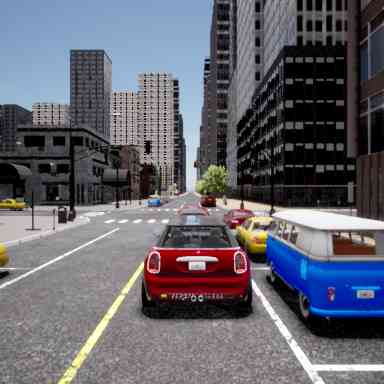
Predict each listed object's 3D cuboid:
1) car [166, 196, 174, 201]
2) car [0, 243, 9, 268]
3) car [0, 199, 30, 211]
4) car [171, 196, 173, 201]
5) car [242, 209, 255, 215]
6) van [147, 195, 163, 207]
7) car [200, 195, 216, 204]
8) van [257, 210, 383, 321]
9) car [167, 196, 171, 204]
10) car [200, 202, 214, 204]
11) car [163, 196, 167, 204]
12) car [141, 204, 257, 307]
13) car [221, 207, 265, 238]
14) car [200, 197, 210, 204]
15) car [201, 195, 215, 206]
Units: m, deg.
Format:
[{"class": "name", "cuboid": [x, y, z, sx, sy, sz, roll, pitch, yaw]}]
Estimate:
[{"class": "car", "cuboid": [-5.811, 1.673, 89.187, 1.752, 1.417, 4.829, 0, 0, 0]}, {"class": "car", "cuboid": [-5.701, 1.525, 6.807, 1.752, 1.417, 4.829, 0, 0, 0]}, {"class": "car", "cuboid": [-21.460, 1.469, 38.500, 4.829, 1.417, 1.752, 0, 0, 0]}, {"class": "car", "cuboid": [-5.789, 1.654, 72.785, 2.008, 1.369, 4.403, 0, 0, 0]}, {"class": "car", "cuboid": [2.670, 1.527, 12.822, 1.752, 1.417, 4.829, 0, 0, 0]}, {"class": "van", "cuboid": [-5.760, 1.395, 50.690, 1.690, 1.788, 3.998, 0, 0, 0]}, {"class": "car", "cuboid": [2.619, 1.369, 50.703, 2.192, 1.841, 5.009, 0, 0, 0]}, {"class": "van", "cuboid": [2.678, 1.341, 6.988, 1.690, 1.788, 3.998, 0, 0, 0]}, {"class": "car", "cuboid": [-5.782, 1.529, 67.262, 1.967, 1.590, 4.097, 0, 0, 0]}, {"class": "car", "cuboid": [0.077, 1.482, 17.334, 1.882, 1.535, 5.008, 0, 0, 0]}, {"class": "car", "cuboid": [-5.767, 1.505, 56.213, 1.967, 1.590, 4.097, 0, 0, 0]}, {"class": "car", "cuboid": [0.088, 1.352, 8.127, 2.097, 1.767, 4.553, 0, 0, 0]}, {"class": "car", "cuboid": [2.663, 1.587, 18.315, 1.802, 1.307, 4.206, 0, 0, 0]}, {"class": "car", "cuboid": [2.599, 1.655, 67.275, 1.947, 1.339, 4.313, 0, 0, 0]}, {"class": "car", "cuboid": [2.612, 1.380, 56.227, 2.192, 1.841, 5.009, 0, 0, 0]}]
